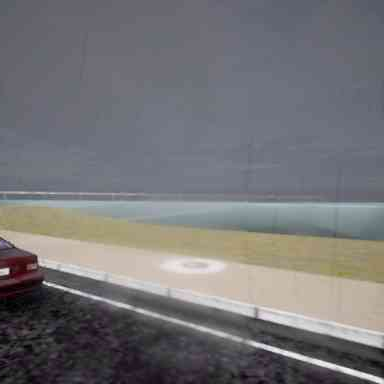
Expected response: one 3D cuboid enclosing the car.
[{"bbox_3d":[-5.540,1.520,7.590,5.357,1.411,2.033,0,0,36],"label":"car"}]
